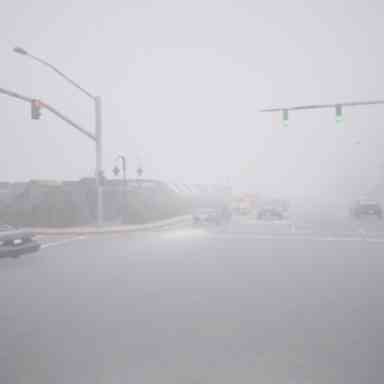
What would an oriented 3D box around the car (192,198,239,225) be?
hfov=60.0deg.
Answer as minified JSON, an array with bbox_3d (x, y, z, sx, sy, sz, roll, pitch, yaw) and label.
[{"bbox_3d":[1.525,1.439,23.623,2.128,1.511,4.902,-1,0,20],"label":"car"}]

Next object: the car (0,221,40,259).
[{"bbox_3d":[-7.846,1.664,11.708,5.357,1.411,2.033,-1,0,25],"label":"car"}]

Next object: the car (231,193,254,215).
[{"bbox_3d":[4.432,1.241,32.355,2.097,1.767,4.553,-1,0,18],"label":"car"}]

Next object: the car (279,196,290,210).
[{"bbox_3d":[9.332,1.281,36.087,1.882,1.535,5.008,-1,0,18],"label":"car"}]

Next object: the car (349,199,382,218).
[{"bbox_3d":[13.774,1.267,26.542,1.812,1.442,4.674,-1,0,18],"label":"car"}]

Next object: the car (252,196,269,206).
[{"bbox_3d":[10.712,1.311,51.541,2.033,1.411,5.357,-1,0,18],"label":"car"}]

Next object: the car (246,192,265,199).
[{"bbox_3d":[7.433,1.051,41.520,2.150,2.045,5.566,-1,0,18],"label":"car"}]

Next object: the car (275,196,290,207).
[{"bbox_3d":[12.529,1.265,45.773,1.812,1.442,4.674,-1,0,18],"label":"car"}]

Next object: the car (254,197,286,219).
[{"bbox_3d":[6.480,1.387,27.314,1.812,1.442,4.674,-1,0,18],"label":"car"}]

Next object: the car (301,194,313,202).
[{"bbox_3d":[21.231,1.141,61.366,1.994,1.385,4.181,-1,0,18],"label":"car"}]
